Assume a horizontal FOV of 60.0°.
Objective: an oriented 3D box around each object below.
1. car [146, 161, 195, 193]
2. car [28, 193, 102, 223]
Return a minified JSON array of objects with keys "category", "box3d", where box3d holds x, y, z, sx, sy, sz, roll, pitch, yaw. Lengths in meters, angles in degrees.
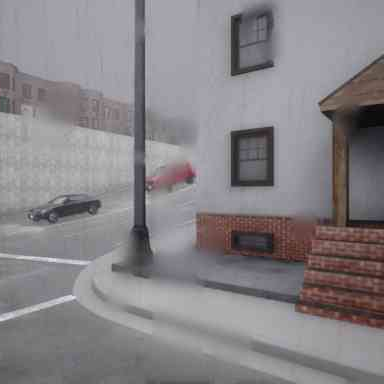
[{"category":"car","box3d":[-1.939,-1.366,29.315,2.150,2.045,5.566,0,14,35]},{"category":"car","box3d":[-7.849,0.873,20.868,1.812,1.442,4.674,0,7,35]}]
